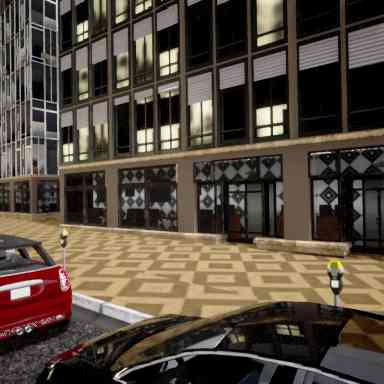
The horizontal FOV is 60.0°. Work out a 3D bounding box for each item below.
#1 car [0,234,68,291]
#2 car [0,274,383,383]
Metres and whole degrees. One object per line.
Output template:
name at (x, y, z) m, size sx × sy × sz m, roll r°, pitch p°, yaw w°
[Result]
car at (-3.948, 1.441, 5.844) m, size 4.097 × 1.590 × 1.967 m, roll 0°, pitch -1°, yaw 37°
car at (0.627, 1.566, 2.465) m, size 4.313 × 1.339 × 1.947 m, roll 0°, pitch -1°, yaw 36°
